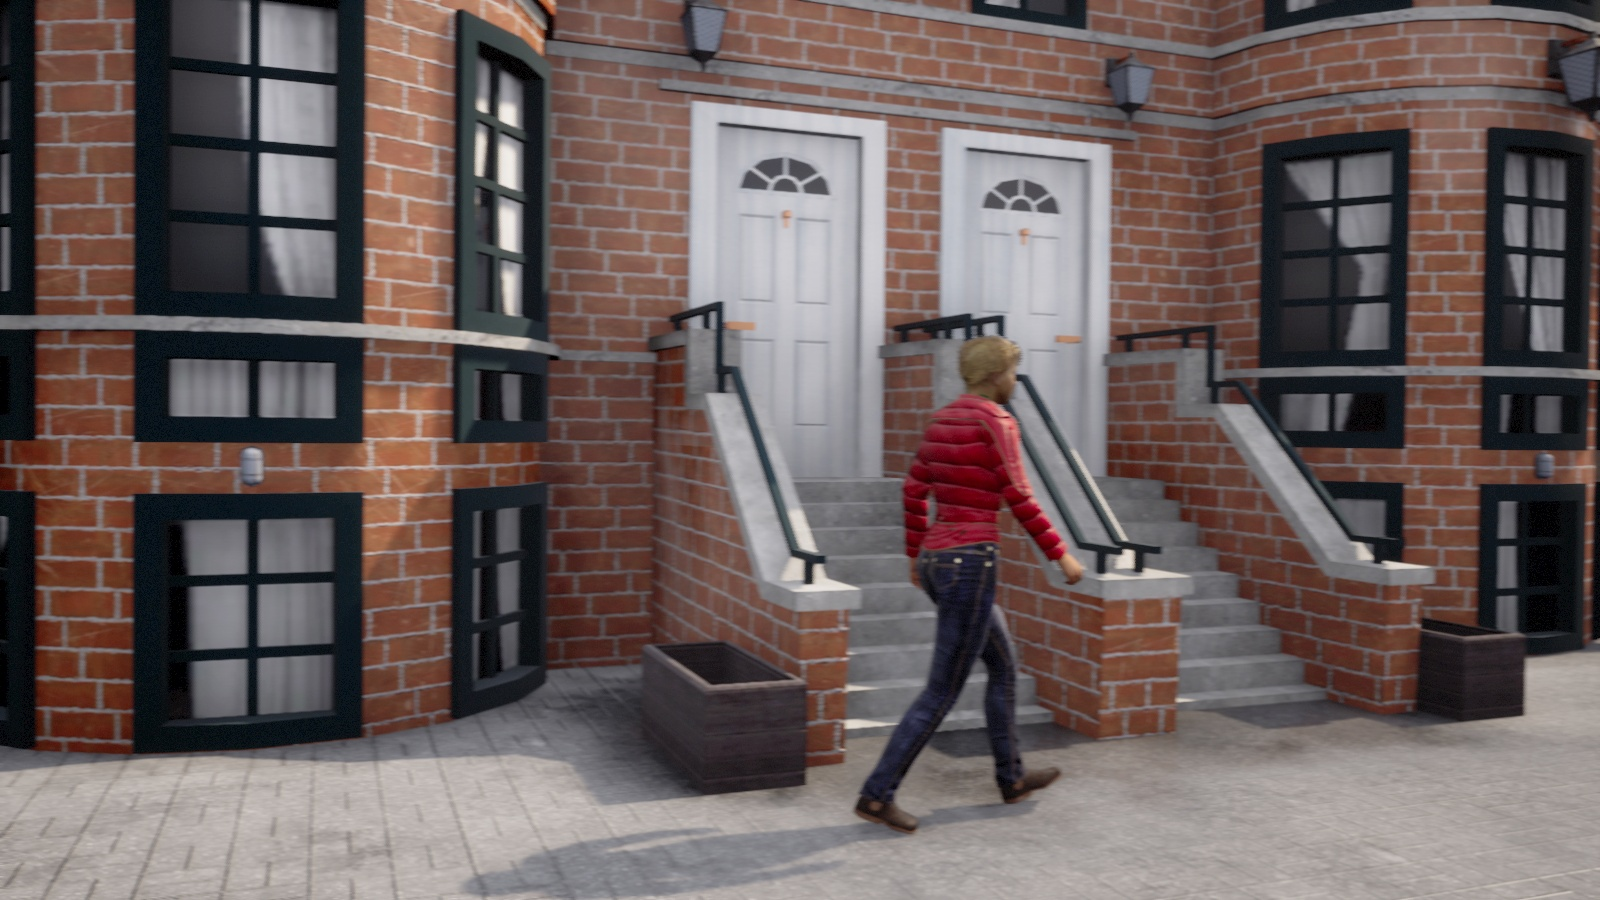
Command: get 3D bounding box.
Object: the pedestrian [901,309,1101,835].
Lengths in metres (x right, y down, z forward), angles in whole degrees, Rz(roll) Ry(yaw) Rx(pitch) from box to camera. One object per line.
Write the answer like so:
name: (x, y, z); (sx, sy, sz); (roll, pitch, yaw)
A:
pedestrian: (0.744, 0.424, 4.660); (0.636, 1.846, 0.331); (-1, 1, -20)
